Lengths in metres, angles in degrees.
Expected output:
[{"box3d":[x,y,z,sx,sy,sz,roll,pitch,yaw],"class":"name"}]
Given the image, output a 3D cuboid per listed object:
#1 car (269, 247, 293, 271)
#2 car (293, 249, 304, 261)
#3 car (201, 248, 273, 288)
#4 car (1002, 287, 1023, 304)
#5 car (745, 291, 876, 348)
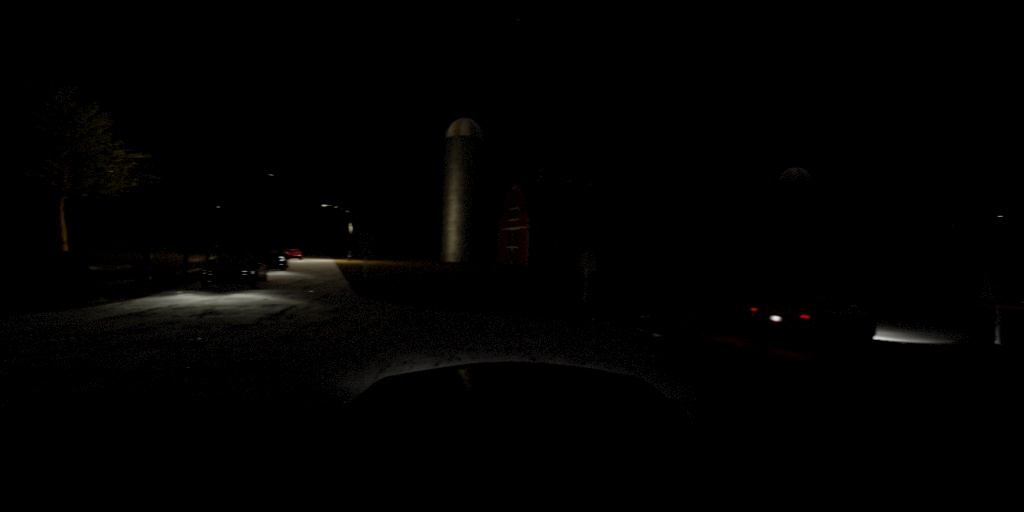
[{"box3d":[-18.336,0.137,27.385,2.097,1.767,4.553,2,0,-28],"class":"car"},{"box3d":[-28.182,-0.169,46.318,1.812,1.442,4.674,2,0,-27],"class":"car"},{"box3d":[-12.816,0.562,16.835,1.882,1.535,5.008,2,1,-28],"class":"car"},{"box3d":[36.481,2.839,25.373,4.718,1.301,1.895,2,1,-27],"class":"car"},{"box3d":[9.165,1.813,10.985,4.181,1.385,1.994,3,0,-28],"class":"car"}]
